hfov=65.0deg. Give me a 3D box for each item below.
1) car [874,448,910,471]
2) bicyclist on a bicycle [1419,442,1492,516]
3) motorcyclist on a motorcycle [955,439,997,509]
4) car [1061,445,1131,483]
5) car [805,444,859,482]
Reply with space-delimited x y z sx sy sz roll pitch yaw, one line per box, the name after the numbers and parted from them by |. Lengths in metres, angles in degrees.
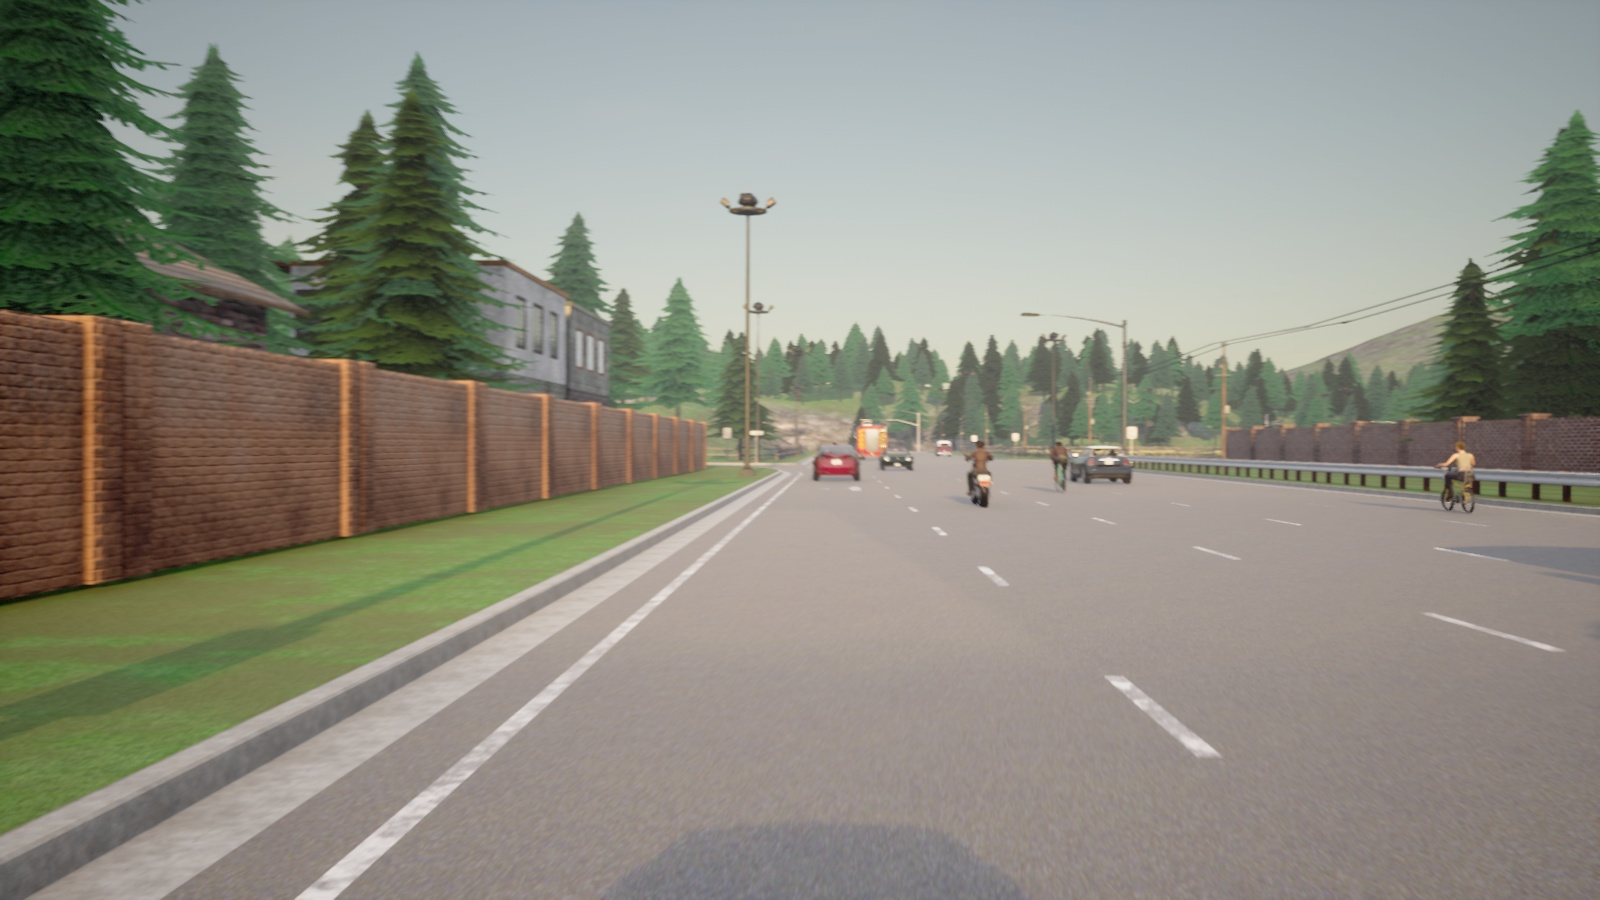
5.371 0.527 73.688 1.895 1.301 4.718 0 0 1 | car
14.724 0.625 28.248 0.866 1.612 1.509 0 0 2 | bicyclist on a bicycle
4.315 0.573 30.933 0.766 1.649 2.350 0 0 1 | motorcyclist on a motorcycle
11.793 0.535 50.180 1.970 1.475 3.806 0 0 1 | car
1.352 0.505 52.720 2.163 1.488 4.792 0 0 1 | car
